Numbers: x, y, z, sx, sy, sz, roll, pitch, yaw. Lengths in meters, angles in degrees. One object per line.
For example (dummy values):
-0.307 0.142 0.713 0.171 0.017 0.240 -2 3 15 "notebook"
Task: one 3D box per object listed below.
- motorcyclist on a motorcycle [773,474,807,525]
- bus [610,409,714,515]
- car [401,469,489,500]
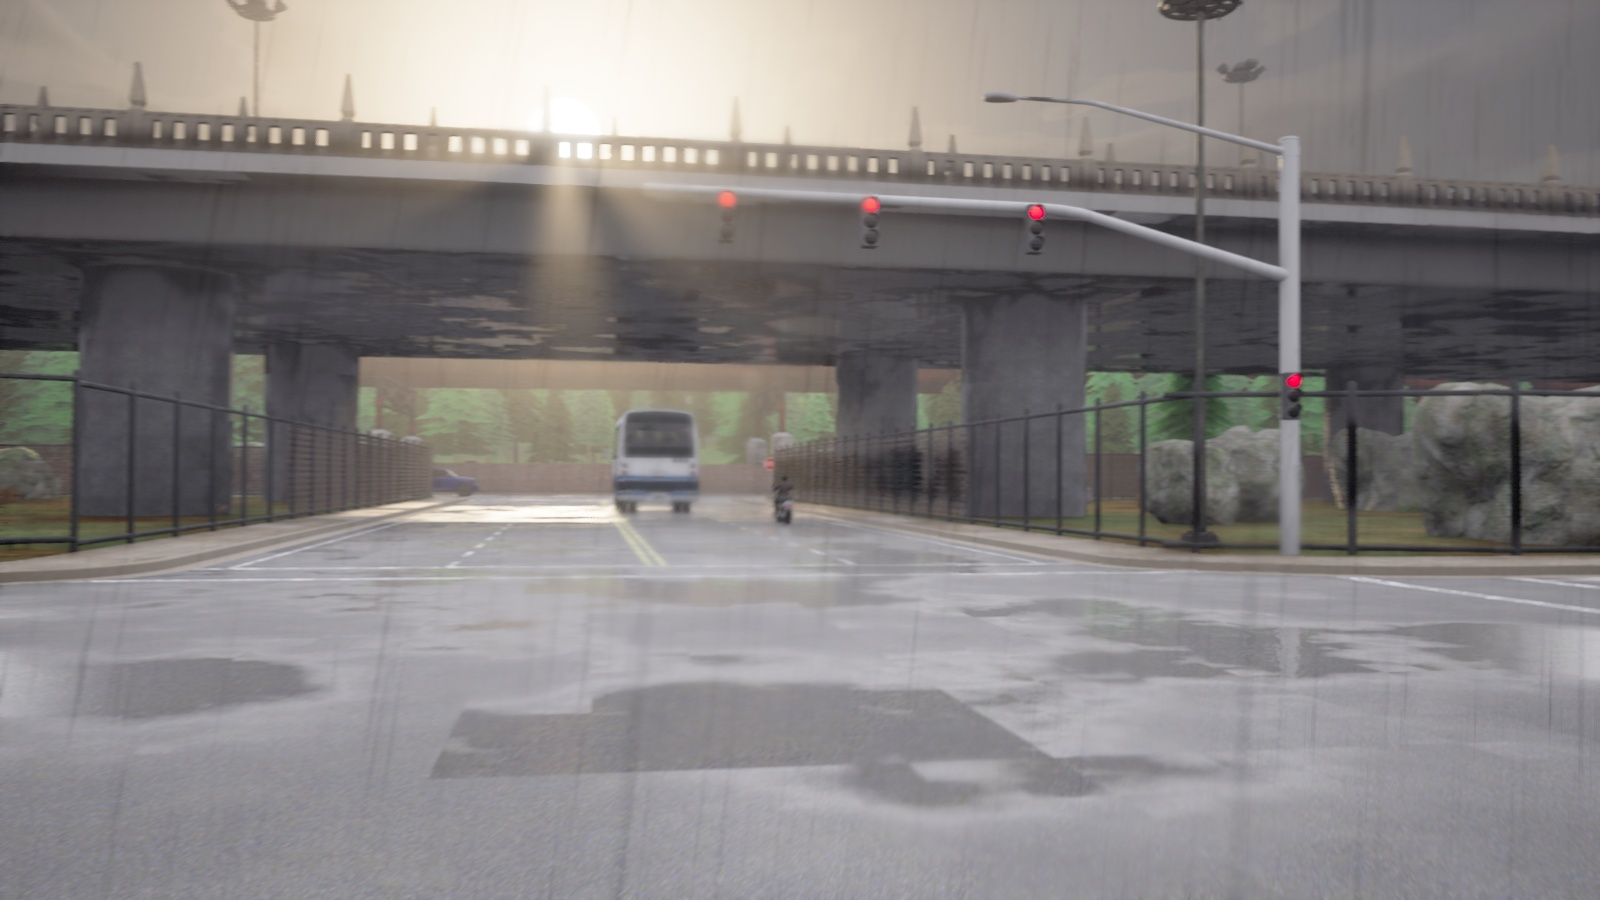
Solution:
-0.354 1.611 41.459 0.766 1.649 2.350 0 -1 -10 "motorcyclist on a motorcycle"
-6.268 0.582 55.387 3.944 4.253 10.273 0 -1 -10 "bus"
-24.308 2.349 86.200 5.566 2.045 2.150 0 -1 -10 "car"
